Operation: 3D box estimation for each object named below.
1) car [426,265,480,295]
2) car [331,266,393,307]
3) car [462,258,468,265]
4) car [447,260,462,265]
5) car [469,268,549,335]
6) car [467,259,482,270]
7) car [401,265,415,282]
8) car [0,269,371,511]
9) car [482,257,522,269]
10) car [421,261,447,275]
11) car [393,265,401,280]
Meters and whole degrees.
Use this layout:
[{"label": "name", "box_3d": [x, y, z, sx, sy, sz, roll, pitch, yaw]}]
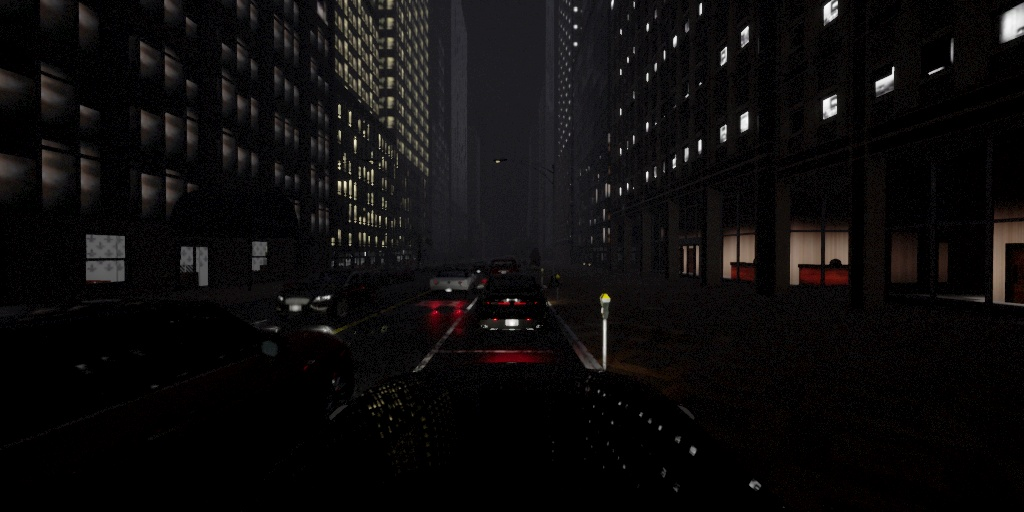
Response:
[{"label": "car", "box_3d": [-3.045, 1.348, 19.519, 1.895, 1.301, 4.718, 0, 0, 0]}, {"label": "car", "box_3d": [-6.247, 1.239, 12.797, 2.128, 1.511, 4.902, 0, 0, 0]}, {"label": "car", "box_3d": [-8.837, 1.320, 62.308, 1.802, 1.307, 4.207, 0, 0, 0]}, {"label": "car", "box_3d": [-8.837, 1.291, 50.940, 2.007, 1.370, 4.403, 0, 0, 0]}, {"label": "car", "box_3d": [-0.001, 1.252, 10.501, 1.837, 1.490, 4.892, 0, 0, 0]}, {"label": "car", "box_3d": [-3.161, 1.269, 36.241, 1.812, 1.442, 4.674, 0, 0, 0]}, {"label": "car", "box_3d": [-8.837, 1.327, 28.206, 1.802, 1.307, 4.207, 0, 0, 0]}, {"label": "car", "box_3d": [-3.046, 1.101, 2.704, 2.097, 1.767, 4.553, 0, 0, 0]}, {"label": "car", "box_3d": [-0.457, 1.061, 22.523, 2.192, 1.841, 5.009, 0, 0, 0]}, {"label": "car", "box_3d": [-8.837, 1.294, 39.574, 2.007, 1.370, 4.403, 0, 0, 0]}, {"label": "car", "box_3d": [-8.838, 1.297, 22.523, 2.007, 1.370, 4.403, 0, 0, 0]}]
